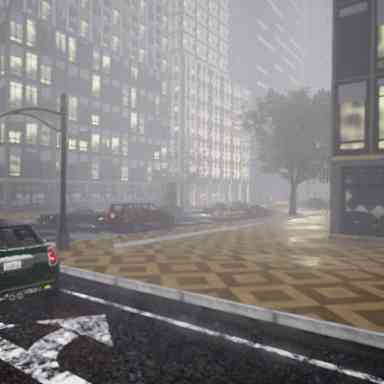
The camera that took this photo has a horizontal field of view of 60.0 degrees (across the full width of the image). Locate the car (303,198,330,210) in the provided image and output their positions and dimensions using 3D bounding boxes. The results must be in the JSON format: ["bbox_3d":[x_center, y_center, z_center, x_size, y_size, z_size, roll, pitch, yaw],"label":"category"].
[{"bbox_3d":[20.139,1.923,53.595,2.192,1.841,5.009,0,0,36],"label":"car"}]

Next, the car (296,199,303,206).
[{"bbox_3d":[23.449,2.225,72.162,1.802,1.307,4.206,0,0,36],"label":"car"}]

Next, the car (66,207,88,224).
[{"bbox_3d":[-8.709,1.791,24.322,1.895,1.301,4.718,1,0,36],"label":"car"}]

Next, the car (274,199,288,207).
[{"bbox_3d":[16.643,2.076,62.961,1.752,1.417,4.829,0,0,36],"label":"car"}]

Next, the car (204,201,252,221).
[{"bbox_3d":[3.468,1.896,31.058,1.752,1.417,4.829,0,0,36],"label":"car"}]

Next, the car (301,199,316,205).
[{"bbox_3d":[26.801,2.240,76.696,2.008,1.369,4.403,0,0,36],"label":"car"}]

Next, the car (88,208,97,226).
[{"bbox_3d":[-4.951,1.810,24.049,1.994,1.385,4.181,1,0,37],"label":"car"}]

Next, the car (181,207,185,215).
[{"bbox_3d":[-2.914,1.823,32.157,2.033,1.411,5.357,1,0,37],"label":"car"}]

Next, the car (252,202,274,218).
[{"bbox_3d":[6.721,2.000,35.456,1.802,1.307,4.206,0,0,36],"label":"car"}]

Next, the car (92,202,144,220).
[{"bbox_3d":[-6.828,1.742,31.231,1.752,1.417,4.829,0,0,36],"label":"car"}]

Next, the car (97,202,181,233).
[{"bbox_3d":[-3.339,1.586,21.854,2.192,1.841,5.009,0,0,36],"label":"car"}]

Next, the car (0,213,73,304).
[{"bbox_3d":[-4.936,1.379,7.432,4.553,1.767,2.097,0,0,39],"label":"car"}]

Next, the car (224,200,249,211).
[{"bbox_3d":[6.685,1.978,49.499,1.947,1.339,4.313,0,0,36],"label":"car"}]

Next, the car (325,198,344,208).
[{"bbox_3d":[26.847,2.015,62.664,2.192,1.841,5.009,0,0,36],"label":"car"}]
